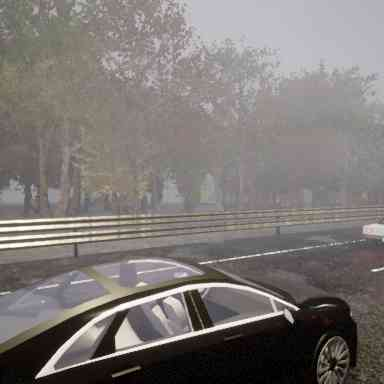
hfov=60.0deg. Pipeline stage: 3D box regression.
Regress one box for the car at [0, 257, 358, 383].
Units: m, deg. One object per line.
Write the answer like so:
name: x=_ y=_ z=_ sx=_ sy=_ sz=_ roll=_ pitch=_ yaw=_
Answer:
car: x=-0.178 y=1.490 z=3.523 sx=4.902 sy=1.511 sz=2.128 roll=0 pitch=0 yaw=-35

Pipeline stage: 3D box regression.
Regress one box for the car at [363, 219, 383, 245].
car: x=9.404 y=1.581 z=14.024 sx=4.718 sy=1.301 sz=1.895 roll=0 pitch=0 yaw=-32
